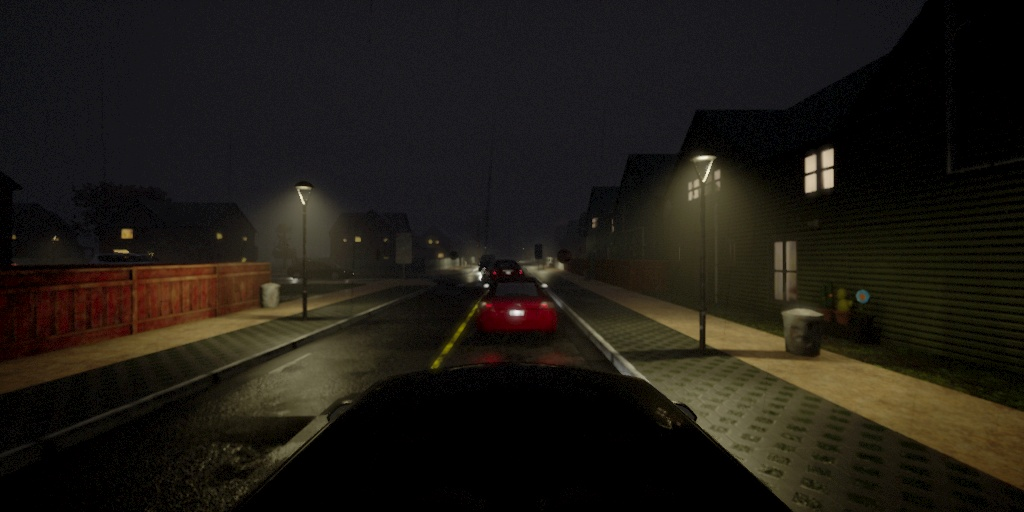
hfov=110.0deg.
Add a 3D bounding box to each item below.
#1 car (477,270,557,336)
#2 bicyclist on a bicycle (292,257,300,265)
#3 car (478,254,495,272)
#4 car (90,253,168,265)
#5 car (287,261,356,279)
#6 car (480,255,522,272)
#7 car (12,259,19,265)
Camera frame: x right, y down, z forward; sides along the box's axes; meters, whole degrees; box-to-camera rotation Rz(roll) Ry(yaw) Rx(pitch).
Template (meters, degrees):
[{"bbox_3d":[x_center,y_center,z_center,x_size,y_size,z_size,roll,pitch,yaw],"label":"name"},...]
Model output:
[{"bbox_3d":[0.107,1.275,10.275,1.994,1.385,4.181,0,0,0],"label":"car"},{"bbox_3d":[-20.193,0.951,33.658,0.582,1.620,1.656,0,0,0],"label":"bicyclist on a bicycle"},{"bbox_3d":[-2.818,0.788,43.487,2.150,2.045,5.566,0,0,0],"label":"car"},{"bbox_3d":[-29.157,0.830,27.744,5.566,2.045,2.150,0,0,0],"label":"car"},{"bbox_3d":[-14.738,1.116,27.834,4.892,1.490,1.837,1,0,0],"label":"car"},{"bbox_3d":[-0.636,1.004,23.304,2.097,1.767,4.553,0,0,-11],"label":"car"},{"bbox_3d":[-44.937,1.002,30.540,4.553,1.767,2.097,0,0,1],"label":"car"}]
